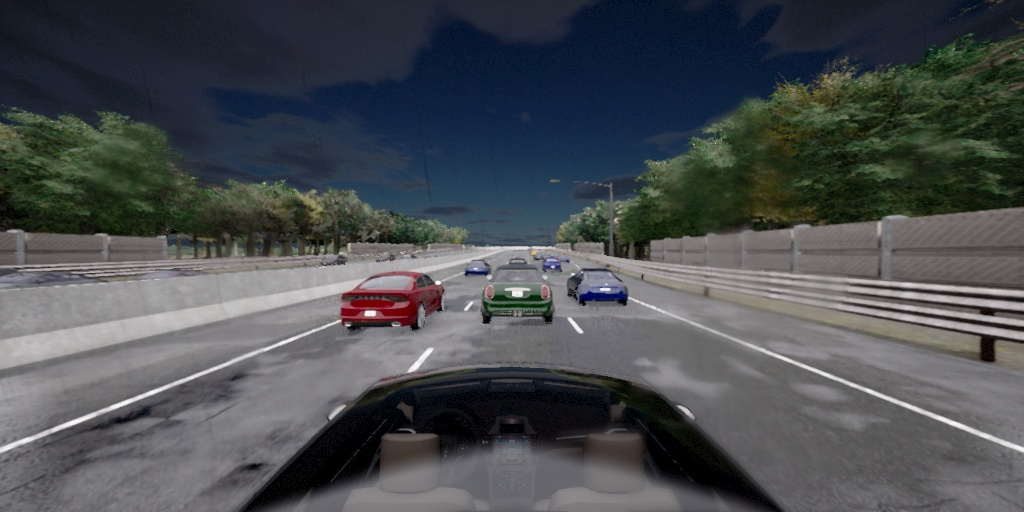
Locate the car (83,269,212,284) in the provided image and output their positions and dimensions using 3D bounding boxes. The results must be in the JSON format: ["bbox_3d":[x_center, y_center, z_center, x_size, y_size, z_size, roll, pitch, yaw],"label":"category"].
[{"bbox_3d":[-13.998,1.250,14.717,1.994,1.385,4.181,0,1,1],"label":"car"}]

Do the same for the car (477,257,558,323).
[{"bbox_3d":[0.173,1.061,12.181,2.097,1.767,4.553,0,0,1],"label":"car"}]

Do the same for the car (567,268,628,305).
[{"bbox_3d":[3.605,1.231,15.740,1.994,1.385,4.181,0,1,1],"label":"car"}]

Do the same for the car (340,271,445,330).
[{"bbox_3d":[-3.341,1.195,10.980,1.882,1.535,5.008,0,0,0],"label":"car"}]

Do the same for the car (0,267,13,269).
[{"bbox_3d":[-21.013,1.201,13.711,1.837,1.490,4.892,0,0,1],"label":"car"}]

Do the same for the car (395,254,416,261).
[{"bbox_3d":[-16.320,0.440,56.535,1.812,1.442,4.674,0,1,3],"label":"car"}]

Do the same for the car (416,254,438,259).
[{"bbox_3d":[-12.820,0.462,56.400,2.033,1.411,5.357,0,1,3],"label":"car"}]

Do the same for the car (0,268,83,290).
[{"bbox_3d":[-17.517,1.265,13.106,1.994,1.385,4.181,0,0,1],"label":"car"}]

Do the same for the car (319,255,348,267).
[{"bbox_3d":[-22.998,0.669,46.458,1.837,1.490,4.892,0,1,-1],"label":"car"}]

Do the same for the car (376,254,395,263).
[{"bbox_3d":[-19.812,0.421,56.649,1.837,1.490,4.892,0,1,3],"label":"car"}]

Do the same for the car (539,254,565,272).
[{"bbox_3d":[4.094,0.849,37.467,1.812,1.442,4.674,0,1,2],"label":"car"}]

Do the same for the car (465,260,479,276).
[{"bbox_3d":[-2.966,0.996,31.817,1.994,1.385,4.181,0,1,1],"label":"car"}]

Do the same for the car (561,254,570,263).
[{"bbox_3d":[8.143,0.434,57.171,1.994,1.385,4.181,0,2,4],"label":"car"}]
